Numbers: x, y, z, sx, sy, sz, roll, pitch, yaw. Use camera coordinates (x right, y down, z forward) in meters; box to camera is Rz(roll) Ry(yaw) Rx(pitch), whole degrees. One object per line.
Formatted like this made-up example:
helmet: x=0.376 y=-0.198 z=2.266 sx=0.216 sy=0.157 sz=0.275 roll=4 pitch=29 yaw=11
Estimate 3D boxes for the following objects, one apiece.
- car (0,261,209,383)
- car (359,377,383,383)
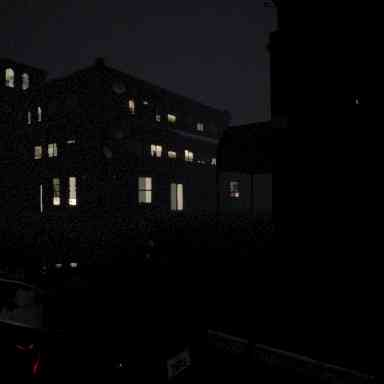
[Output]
car: x=-1.811 y=1.567 z=4.178 sx=4.313 sy=1.339 sz=1.947 roll=0 pitch=-1 yaw=35
car: x=2.706 y=1.544 z=0.960 sx=4.507 sy=1.381 sz=1.887 roll=0 pitch=-1 yaw=35
